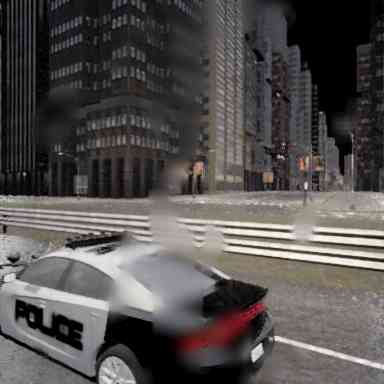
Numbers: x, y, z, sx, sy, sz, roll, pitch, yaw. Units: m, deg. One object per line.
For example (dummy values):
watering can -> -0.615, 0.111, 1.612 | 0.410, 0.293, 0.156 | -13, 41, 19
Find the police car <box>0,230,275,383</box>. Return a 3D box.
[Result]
police car -> -1.441, 1.417, 4.900 | 5.238, 1.638, 1.930 | 0, 0, 36
